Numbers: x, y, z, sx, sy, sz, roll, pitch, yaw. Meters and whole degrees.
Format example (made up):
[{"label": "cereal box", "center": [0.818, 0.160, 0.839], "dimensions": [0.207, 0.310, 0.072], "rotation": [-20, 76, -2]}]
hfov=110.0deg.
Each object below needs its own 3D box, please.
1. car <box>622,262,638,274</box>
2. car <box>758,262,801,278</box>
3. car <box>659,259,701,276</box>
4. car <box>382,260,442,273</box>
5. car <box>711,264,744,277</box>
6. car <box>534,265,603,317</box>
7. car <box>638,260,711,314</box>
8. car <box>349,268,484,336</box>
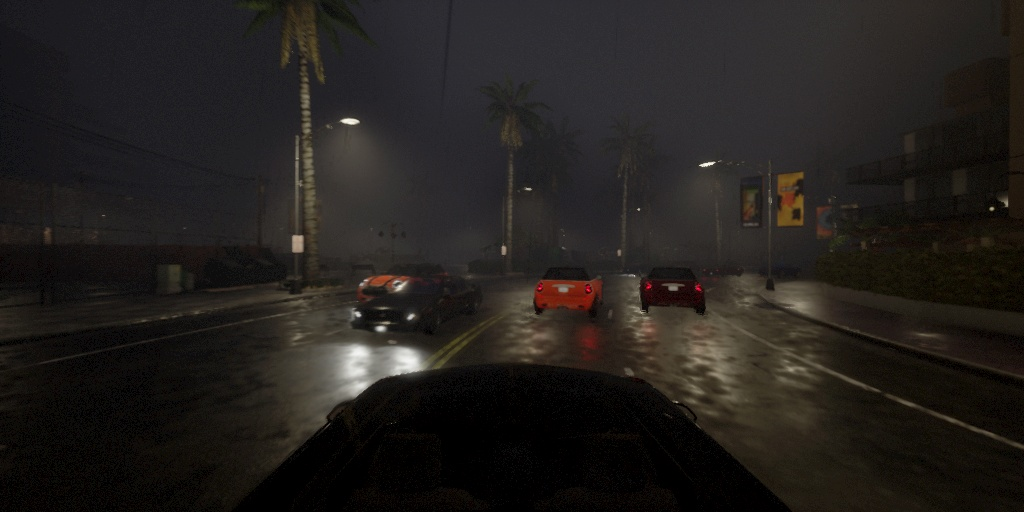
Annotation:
[{"label": "car", "center": [14.467, 1.398, 40.707], "dimensions": [4.181, 1.385, 1.994], "rotation": [1, 0, -35]}, {"label": "car", "center": [27.029, 1.398, 36.193], "dimensions": [5.008, 1.535, 1.882], "rotation": [0, 0, -27]}, {"label": "car", "center": [18.380, 1.211, 39.165], "dimensions": [4.553, 1.767, 2.097], "rotation": [0, 0, -34]}, {"label": "car", "center": [-4.493, 1.067, 15.679], "dimensions": [2.097, 1.767, 4.553], "rotation": [0, 0, 19]}, {"label": "car", "center": [22.069, 1.487, 37.435], "dimensions": [4.718, 1.301, 1.895], "rotation": [0, 0, -31]}, {"label": "car", "center": [2.293, 1.113, 13.629], "dimensions": [2.097, 1.767, 4.553], "rotation": [0, 0, 17]}, {"label": "car", "center": [6.235, 1.140, 14.295], "dimensions": [2.097, 1.767, 4.553], "rotation": [1, 0, 20]}, {"label": "car", "center": [-2.399, 1.278, 10.769], "dimensions": [2.033, 1.411, 5.357], "rotation": [0, 0, 13]}]
